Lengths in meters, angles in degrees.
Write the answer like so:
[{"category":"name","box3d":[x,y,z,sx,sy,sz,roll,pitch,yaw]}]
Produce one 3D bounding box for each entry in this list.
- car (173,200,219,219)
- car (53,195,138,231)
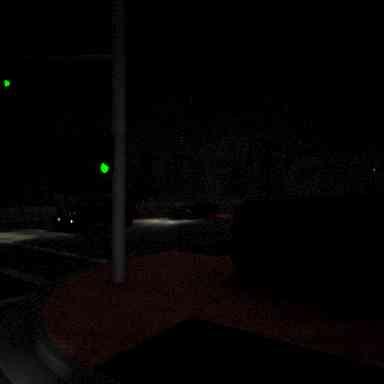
[{"category":"car","box3d":[0.393,1.478,29.389,1.882,1.535,5.008,0,0,39]},{"category":"car","box3d":[-5.968,1.221,21.371,2.150,2.045,5.566,0,0,38]}]
